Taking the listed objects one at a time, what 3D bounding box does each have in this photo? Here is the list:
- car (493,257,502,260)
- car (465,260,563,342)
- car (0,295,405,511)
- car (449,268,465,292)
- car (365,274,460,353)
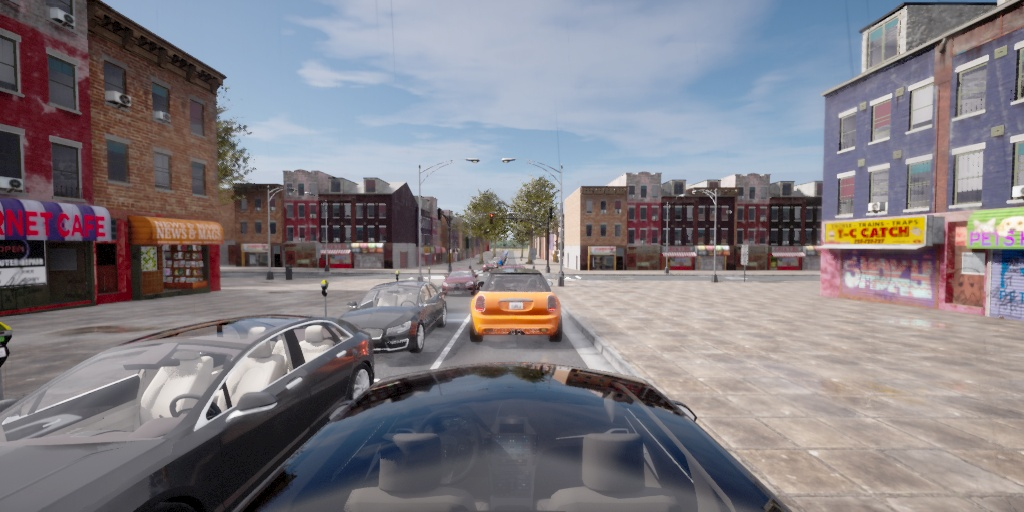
[{"bbox_3d":[-2.723,1.245,46.265,1.967,1.591,4.097,0,0,0],"label":"car"},{"bbox_3d":[0.085,1.101,9.905,2.097,1.767,4.553,0,0,0],"label":"car"},{"bbox_3d":[-2.643,1.300,3.147,2.007,1.370,4.403,0,0,0],"label":"car"},{"bbox_3d":[-2.673,1.337,19.490,1.802,1.307,4.207,0,0,0],"label":"car"},{"bbox_3d":[-2.653,1.299,8.596,2.007,1.370,4.403,0,0,0],"label":"car"}]
